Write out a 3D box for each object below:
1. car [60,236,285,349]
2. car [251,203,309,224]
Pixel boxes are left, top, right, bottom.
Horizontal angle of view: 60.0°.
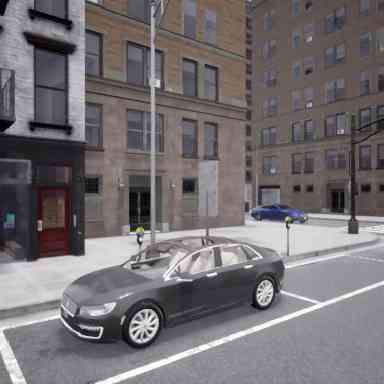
[{"bbox_3d":[-0.103,1.551,6.179,4.403,1.369,2.008,0,0,-37],"label":"car"},{"bbox_3d":[6.634,1.611,25.596,1.812,1.442,4.674,0,0,-39],"label":"car"}]
